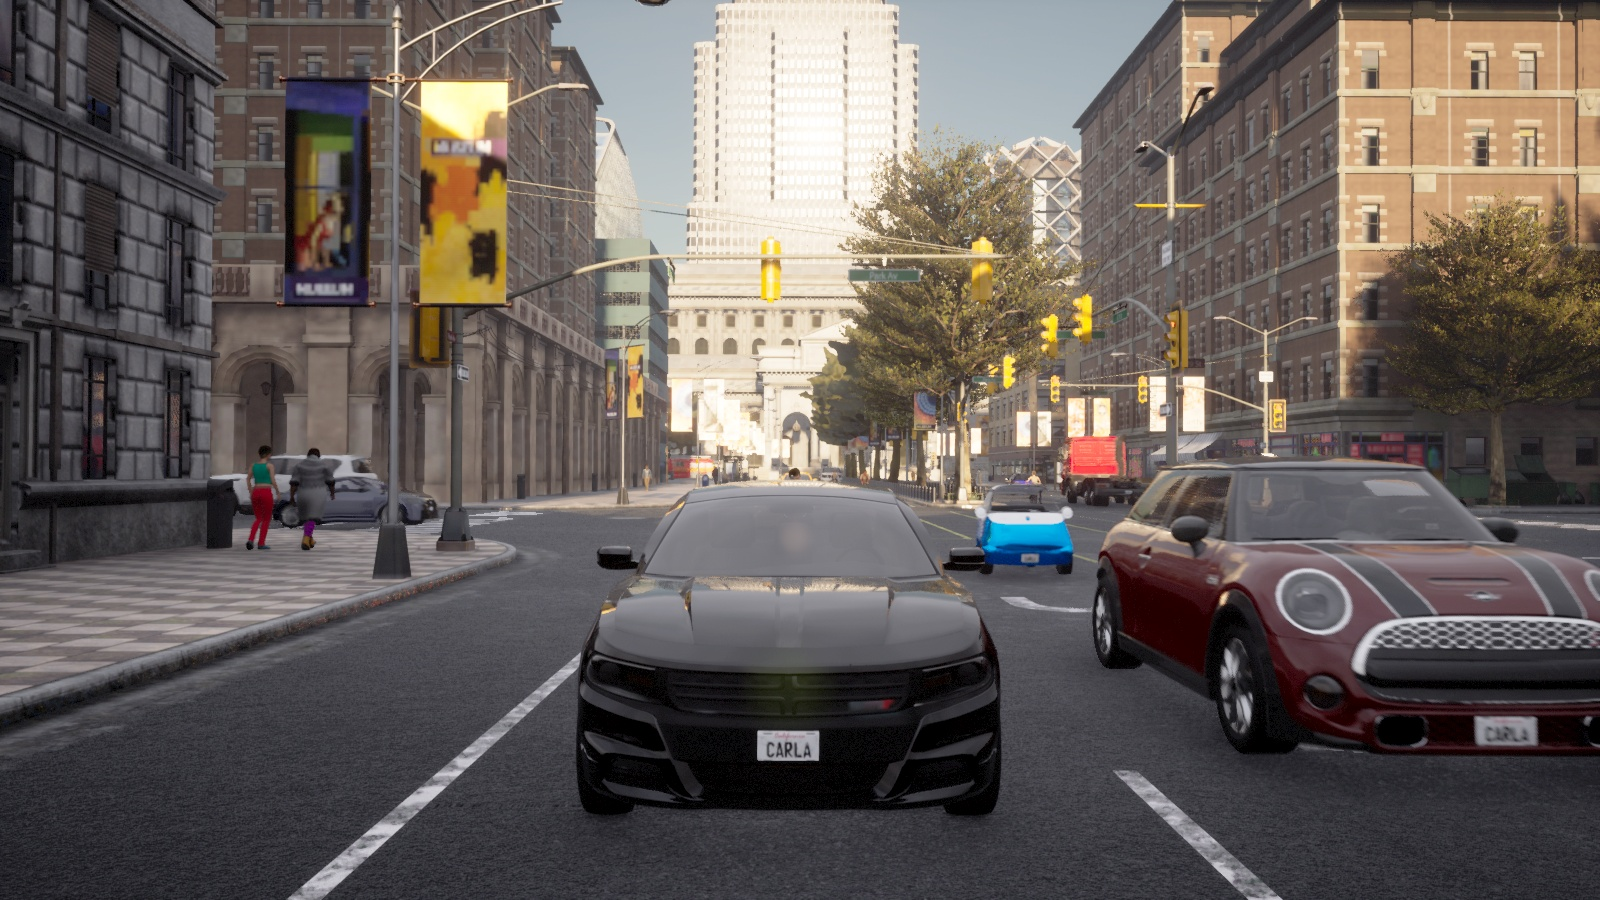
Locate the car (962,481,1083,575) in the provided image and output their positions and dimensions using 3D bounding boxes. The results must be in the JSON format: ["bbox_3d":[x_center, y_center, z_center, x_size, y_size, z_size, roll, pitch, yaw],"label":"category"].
[{"bbox_3d":[3.425,1.184,19.662,1.481,1.376,2.207,0,-2,0],"label":"car"}]

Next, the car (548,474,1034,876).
[{"bbox_3d":[-0.045,0.916,7.376,1.882,1.535,5.008,0,-1,0],"label":"car"}]

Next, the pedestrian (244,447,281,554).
[{"bbox_3d":[-9.357,0.875,21.869,0.345,1.836,0.594,0,-1,7],"label":"pedestrian"}]

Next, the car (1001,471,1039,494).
[{"bbox_3d":[14.723,2.180,84.238,1.816,1.474,4.193,0,-1,0],"label":"car"}]

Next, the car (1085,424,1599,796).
[{"bbox_3d":[3.452,0.798,8.274,2.097,1.767,4.553,0,-1,0],"label":"car"}]

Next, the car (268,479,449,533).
[{"bbox_3d":[-11.866,1.495,33.952,4.181,1.385,1.994,0,-1,0],"label":"car"}]

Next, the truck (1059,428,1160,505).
[{"bbox_3d":[14.822,0.801,60.745,2.891,3.462,7.936,0,-1,0],"label":"truck"}]

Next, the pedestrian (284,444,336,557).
[{"bbox_3d":[-8.600,0.876,22.078,0.659,1.952,0.873,0,-1,-7],"label":"pedestrian"}]

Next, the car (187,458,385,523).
[{"bbox_3d":[-16.661,1.292,40.916,5.566,2.045,2.150,0,-1,0],"label":"car"}]
